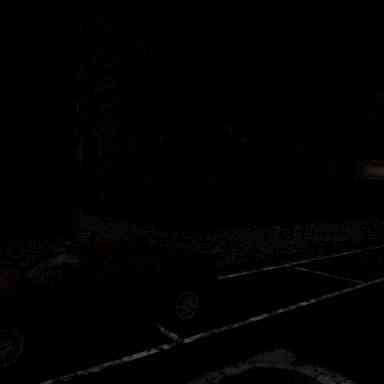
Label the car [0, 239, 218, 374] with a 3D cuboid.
[{"bbox_3d":[-1.613,1.545,5.601,4.507,1.381,1.887,0,1,-35],"label":"car"}]
